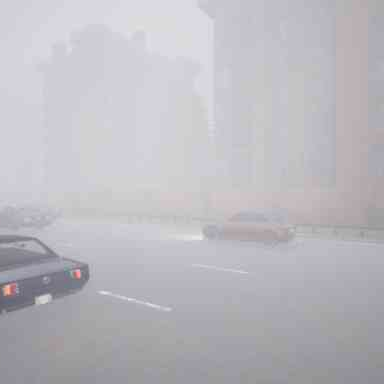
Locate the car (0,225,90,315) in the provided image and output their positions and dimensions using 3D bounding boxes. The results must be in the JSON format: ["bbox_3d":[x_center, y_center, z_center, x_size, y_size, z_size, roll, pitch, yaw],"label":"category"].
[{"bbox_3d":[-4.410,1.601,7.145,4.718,1.301,1.895,0,0,36],"label":"car"}]

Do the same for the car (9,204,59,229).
[{"bbox_3d":[-10.753,1.547,20.283,5.357,1.411,2.033,0,0,35],"label":"car"}]

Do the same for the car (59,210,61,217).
[{"bbox_3d":[-12.234,1.601,25.639,4.718,1.301,1.895,0,0,36],"label":"car"}]

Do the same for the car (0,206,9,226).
[{"bbox_3d":[-11.387,1.477,16.432,5.008,1.535,1.882,0,0,36],"label":"car"}]

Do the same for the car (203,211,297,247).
[{"bbox_3d":[2.559,1.564,15.071,4.181,1.385,1.994,0,0,36],"label":"car"}]
